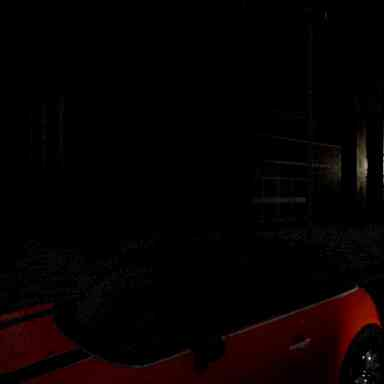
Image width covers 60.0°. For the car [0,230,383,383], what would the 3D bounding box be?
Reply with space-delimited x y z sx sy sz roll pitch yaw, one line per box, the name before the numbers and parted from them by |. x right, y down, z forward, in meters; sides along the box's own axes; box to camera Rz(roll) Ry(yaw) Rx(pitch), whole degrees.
car | -0.106 1.352 3.301 4.553 1.767 2.097 0 0 -35
